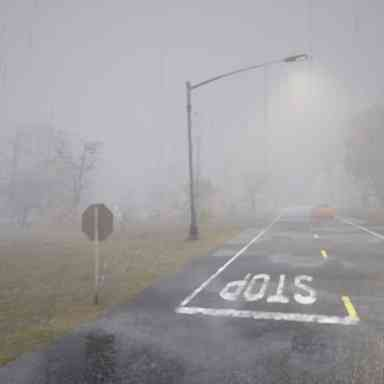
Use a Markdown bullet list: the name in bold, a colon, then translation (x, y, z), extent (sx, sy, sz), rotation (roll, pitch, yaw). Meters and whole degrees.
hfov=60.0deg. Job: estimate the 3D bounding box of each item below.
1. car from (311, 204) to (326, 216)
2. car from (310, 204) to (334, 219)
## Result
- **car**: translation (18.796, 2.612, 49.580), extent (1.882, 1.535, 5.008), rotation (-3, -2, 18)
- **car**: translation (15.790, 2.244, 40.255), extent (2.097, 1.767, 4.553), rotation (-3, -2, 18)
